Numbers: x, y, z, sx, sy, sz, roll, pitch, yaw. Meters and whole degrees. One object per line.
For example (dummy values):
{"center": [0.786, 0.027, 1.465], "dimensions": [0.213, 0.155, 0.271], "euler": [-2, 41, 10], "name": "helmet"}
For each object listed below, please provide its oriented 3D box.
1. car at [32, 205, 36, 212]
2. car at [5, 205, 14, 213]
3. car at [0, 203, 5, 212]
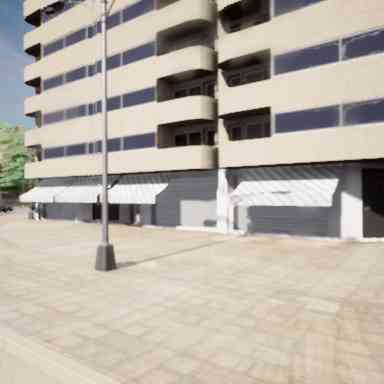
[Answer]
{"center": [-18.967, 1.934, 44.109], "dimensions": [1.895, 1.301, 4.718], "euler": [-1, 0, 22], "name": "car"}
{"center": [-23.935, 1.894, 39.735], "dimensions": [2.033, 1.411, 5.357], "euler": [0, 0, 14], "name": "car"}
{"center": [-21.277, 1.899, 33.222], "dimensions": [1.895, 1.301, 4.718], "euler": [0, 0, 2], "name": "car"}
